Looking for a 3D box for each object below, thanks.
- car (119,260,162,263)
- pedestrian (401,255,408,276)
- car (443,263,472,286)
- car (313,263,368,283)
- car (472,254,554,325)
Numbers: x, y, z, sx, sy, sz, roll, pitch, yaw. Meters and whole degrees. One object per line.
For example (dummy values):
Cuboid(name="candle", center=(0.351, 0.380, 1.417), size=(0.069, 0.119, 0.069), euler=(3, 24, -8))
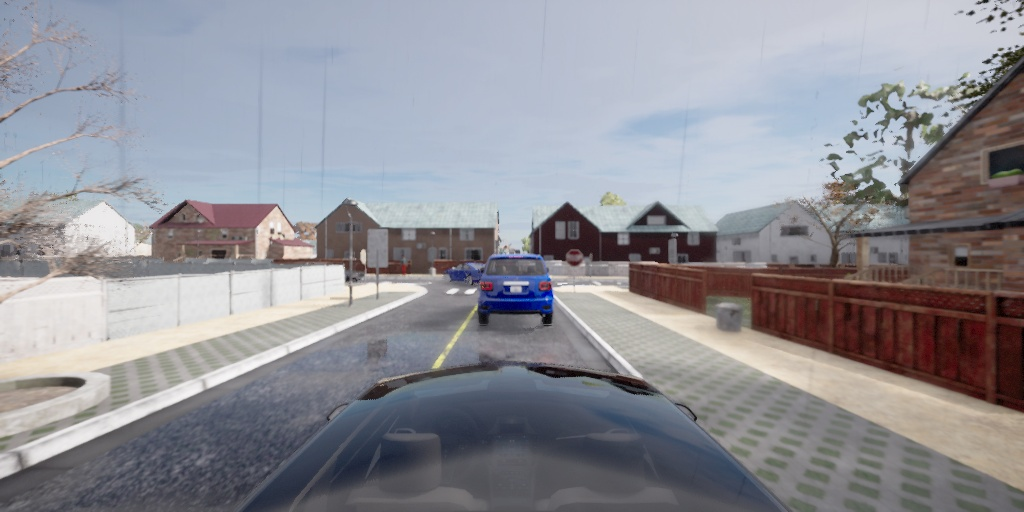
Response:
Cuboid(name="car", center=(-26.143, 1.006, 25.545), size=(4.902, 1.511, 2.128), euler=(1, 0, 1))
Cuboid(name="pedestrian", center=(-9.361, 0.823, 31.038), size=(0.375, 1.860, 0.375), euler=(0, -1, 1))
Cuboid(name="car", center=(-3.032, 1.226, 25.551), size=(1.882, 1.535, 5.008), euler=(2, -1, -39))
Cuboid(name="car", center=(-13.072, 1.196, 25.216), size=(5.357, 1.411, 2.033), euler=(1, 0, 3))
Cuboid(name="car", center=(0.100, 0.975, 11.982), size=(2.150, 2.045, 5.566), euler=(0, 0, 0))
